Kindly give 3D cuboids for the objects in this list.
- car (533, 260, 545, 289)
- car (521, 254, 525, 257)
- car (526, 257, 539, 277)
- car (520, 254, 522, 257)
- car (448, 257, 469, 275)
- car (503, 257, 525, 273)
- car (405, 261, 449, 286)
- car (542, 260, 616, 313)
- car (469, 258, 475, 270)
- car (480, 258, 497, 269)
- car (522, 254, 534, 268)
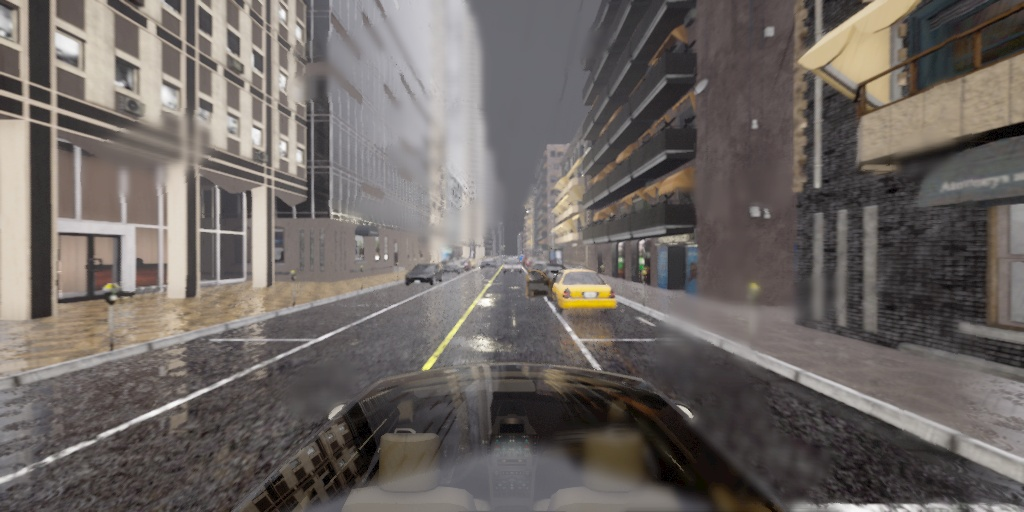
[{"bbox_3d":[2.695,1.151,23.732,1.948,1.339,4.313,0,0,0],"label":"car"},{"bbox_3d":[2.702,0.662,57.622,2.192,1.841,5.009,0,0,0],"label":"car"},{"bbox_3d":[2.697,1.054,35.029,2.007,1.370,4.403,0,0,0],"label":"car"},{"bbox_3d":[0.020,0.885,51.092,2.128,1.511,4.902,0,1,0],"label":"car"},{"bbox_3d":[-5.683,1.055,35.030,2.007,1.370,4.403,0,0,0],"label":"car"},{"bbox_3d":[0.062,1.091,36.969,1.895,1.301,4.718,0,0,1],"label":"car"},{"bbox_3d":[-5.686,1.151,23.734,1.948,1.339,4.313,0,0,0],"label":"car"},{"bbox_3d":[2.353,1.119,13.331,1.801,1.575,5.366,0,0,0],"label":"car"},{"bbox_3d":[-5.682,0.905,40.679,1.967,1.591,4.097,0,0,0],"label":"car"},{"bbox_3d":[-3.034,0.982,47.516,1.994,1.385,4.181,0,0,0],"label":"car"},{"bbox_3d":[2.699,0.865,46.325,1.967,1.591,4.097,0,0,0],"label":"car"}]
